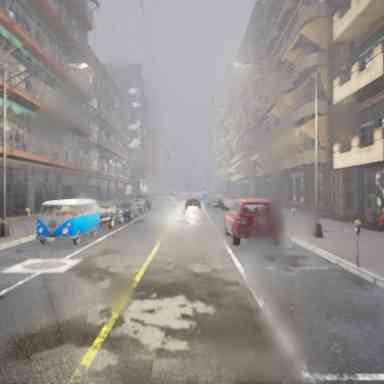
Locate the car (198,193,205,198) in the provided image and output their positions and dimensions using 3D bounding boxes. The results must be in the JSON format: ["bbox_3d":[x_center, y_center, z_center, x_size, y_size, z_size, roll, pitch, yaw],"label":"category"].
[{"bbox_3d":[2.602,0.876,93.993,1.802,1.307,4.206,1,0,0],"label":"car"}]

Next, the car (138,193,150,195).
[{"bbox_3d":[-5.292,1.029,37.258,2.192,1.841,5.009,1,0,0],"label":"car"}]

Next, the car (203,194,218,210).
[{"bbox_3d":[2.585,1.280,37.287,1.947,1.339,4.313,1,0,0],"label":"car"}]

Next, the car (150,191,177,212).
[{"bbox_3d":[-2.739,0.950,34.615,2.150,2.045,5.566,0,0,0],"label":"car"}]

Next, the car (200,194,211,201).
[{"bbox_3d":[2.594,1.068,65.640,1.947,1.339,4.313,1,0,0],"label":"car"}]

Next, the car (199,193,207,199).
[{"bbox_3d":[2.598,0.942,77.151,1.752,1.417,4.829,1,0,0],"label":"car"}]

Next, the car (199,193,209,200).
[{"bbox_3d":[2.596,1.004,71.310,1.887,1.381,4.507,1,0,0],"label":"car"}]

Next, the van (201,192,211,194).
[{"bbox_3d":[2.593,0.927,54.298,1.690,1.788,3.998,1,0,0],"label":"van"}]

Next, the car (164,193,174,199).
[{"bbox_3d":[-5.283,0.969,76.954,2.008,1.369,4.403,1,0,0],"label":"car"}]

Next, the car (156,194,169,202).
[{"bbox_3d":[-5.288,1.126,59.942,1.802,1.307,4.206,1,0,0],"label":"car"}]

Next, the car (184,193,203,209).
[{"bbox_3d":[0.111,1.217,40.232,1.812,1.442,4.674,0,1,0],"label":"car"}]

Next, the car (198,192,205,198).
[{"bbox_3d":[2.601,0.859,88.492,1.752,1.417,4.829,1,0,0],"label":"car"}]

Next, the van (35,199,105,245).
[{"bbox_3d":[-5.299,1.228,14.575,1.690,1.788,3.998,1,0,0],"label":"van"}]

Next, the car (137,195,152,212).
[{"bbox_3d":[-5.296,1.308,31.588,2.008,1.369,4.403,1,0,0],"label":"car"}]

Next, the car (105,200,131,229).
[{"bbox_3d":[-5.300,1.394,20.247,2.008,1.369,4.403,1,0,0],"label":"car"}]

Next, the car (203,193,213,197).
[{"bbox_3d":[2.587,1.222,42.957,2.008,1.369,4.403,1,0,0],"label":"car"}]

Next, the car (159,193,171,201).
[{"bbox_3d":[-5.285,0.942,65.612,1.967,1.590,4.097,1,0,0],"label":"car"}]

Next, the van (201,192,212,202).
[{"bbox_3d":[2.595,0.885,59.968,1.690,1.788,3.998,1,0,0],"label":"van"}]

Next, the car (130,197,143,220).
[{"bbox_3d":[-5.298,1.366,25.918,1.947,1.339,4.313,1,0,0],"label":"car"}]

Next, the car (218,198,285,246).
[{"bbox_3d":[2.582,1.202,14.602,2.192,1.841,5.009,1,0,0],"label":"car"}]

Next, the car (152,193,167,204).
[{"bbox_3d":[-5.288,1.027,54.271,1.967,1.590,4.097,1,0,0],"label":"car"}]
